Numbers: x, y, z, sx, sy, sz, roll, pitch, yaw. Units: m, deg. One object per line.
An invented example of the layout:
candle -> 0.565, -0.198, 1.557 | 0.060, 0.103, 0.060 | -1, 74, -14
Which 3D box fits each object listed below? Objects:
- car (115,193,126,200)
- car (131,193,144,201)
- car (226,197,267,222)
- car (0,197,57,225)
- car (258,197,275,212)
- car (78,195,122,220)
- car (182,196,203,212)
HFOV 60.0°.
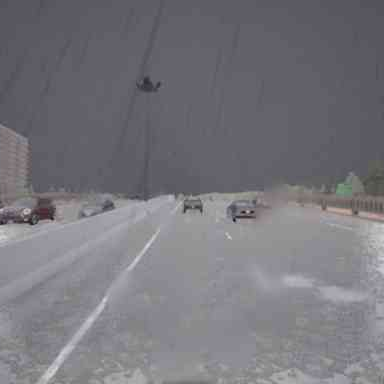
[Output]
car -> -14.013, 0.865, 63.834 | 1.994, 1.385, 4.181 | 0, -2, 0
car -> -10.513, 0.908, 63.803 | 1.895, 1.301, 4.718 | 0, -2, 0
car -> 3.585, 1.305, 23.900 | 2.033, 1.411, 5.357 | 0, 1, 0
car -> -10.602, 1.134, 21.680 | 2.097, 1.767, 4.553 | 0, 1, 0
car -> 7.091, 1.207, 33.880 | 1.994, 1.385, 4.181 | 0, 1, 0
car -> -7.102, 1.232, 25.192 | 2.128, 1.511, 4.902 | 0, 1, 0
car -> 0.091, 1.146, 32.856 | 2.128, 1.511, 4.902 | 0, 1, 0
